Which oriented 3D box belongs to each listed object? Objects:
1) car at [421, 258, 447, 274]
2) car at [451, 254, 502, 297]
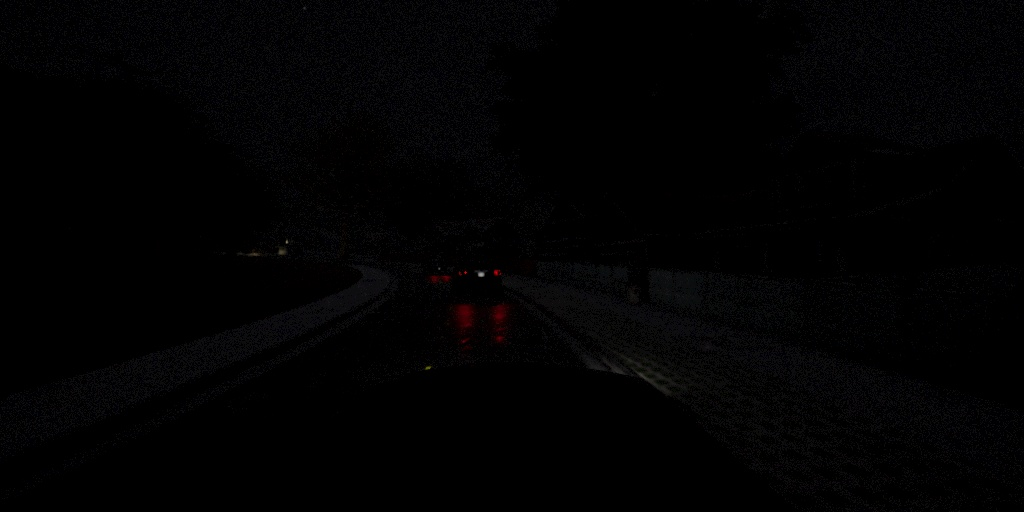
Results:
[{"bbox_3d":[-7.929,0.964,36.331,2.128,1.511,4.902,0,1,-25],"label":"car"},{"bbox_3d":[-1.935,0.911,18.848,2.150,2.045,5.566,0,0,-12],"label":"car"}]
